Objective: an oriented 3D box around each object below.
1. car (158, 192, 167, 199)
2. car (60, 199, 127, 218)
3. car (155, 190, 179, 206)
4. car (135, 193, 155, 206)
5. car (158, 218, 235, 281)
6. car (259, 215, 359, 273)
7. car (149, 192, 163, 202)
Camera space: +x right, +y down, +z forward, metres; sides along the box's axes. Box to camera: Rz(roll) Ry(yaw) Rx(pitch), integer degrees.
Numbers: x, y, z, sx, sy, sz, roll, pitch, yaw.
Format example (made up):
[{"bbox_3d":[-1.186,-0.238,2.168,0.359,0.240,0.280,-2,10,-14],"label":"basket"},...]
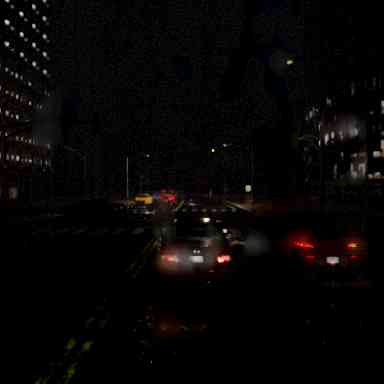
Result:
[{"bbox_3d":[-6.749,0.701,76.270,1.882,1.535,5.008,0,1,-2],"label":"car"},{"bbox_3d":[-7.964,1.264,27.002,5.357,1.411,2.033,1,1,18],"label":"car"},{"bbox_3d":[-3.321,0.786,45.762,2.150,2.045,5.566,0,1,0],"label":"car"},{"bbox_3d":[-6.571,1.047,45.376,1.882,1.535,5.008,0,1,0],"label":"car"},{"bbox_3d":[0.102,1.460,9.637,2.033,1.411,5.357,0,1,0],"label":"car"},{"bbox_3d":[3.352,1.433,10.216,1.812,1.442,4.674,0,0,0],"label":"car"},{"bbox_3d":[-6.533,0.881,60.964,1.882,1.535,5.008,0,1,0],"label":"car"}]
